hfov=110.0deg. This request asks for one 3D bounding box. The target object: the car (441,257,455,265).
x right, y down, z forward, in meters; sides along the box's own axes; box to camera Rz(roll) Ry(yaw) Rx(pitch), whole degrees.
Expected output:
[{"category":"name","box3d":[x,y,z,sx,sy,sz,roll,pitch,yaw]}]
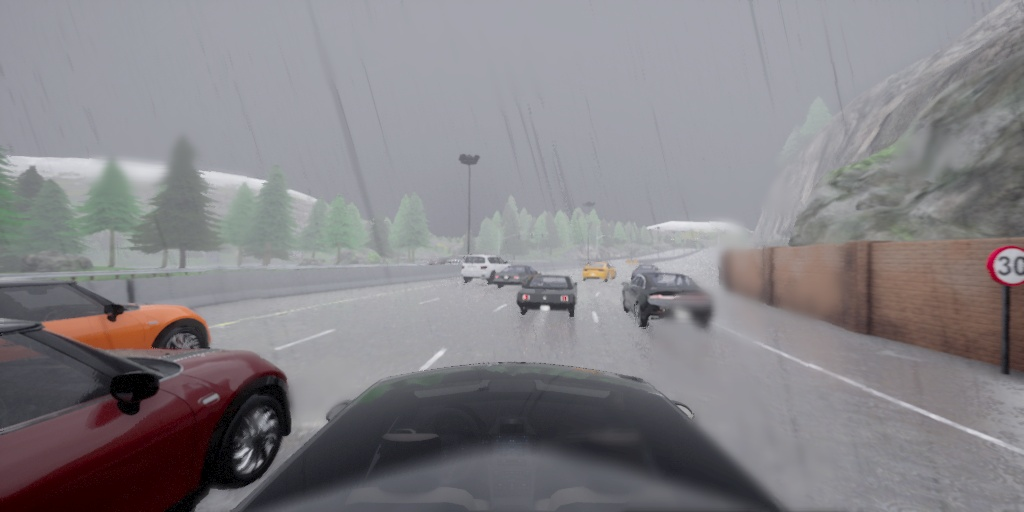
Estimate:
[{"category":"car","box3d":[-7.411,0.883,53.105,2.150,2.045,5.566,0,0,32]}]

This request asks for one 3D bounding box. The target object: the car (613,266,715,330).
[{"category":"car","box3d":[4.643,1.260,11.277,2.128,1.511,4.902,0,0,9]}]

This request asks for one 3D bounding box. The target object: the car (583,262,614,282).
[{"category":"car","box3d":[7.235,1.246,29.371,1.882,1.535,5.008,0,0,27]}]

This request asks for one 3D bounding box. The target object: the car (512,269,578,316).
[{"category":"car","box3d":[1.496,1.349,13.464,1.895,1.301,4.718,0,0,12]}]

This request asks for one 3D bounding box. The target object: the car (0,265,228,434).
[{"category":"car","box3d":[-6.635,1.060,4.697,2.097,1.767,4.553,0,0,2]}]

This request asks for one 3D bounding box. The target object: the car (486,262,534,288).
[{"category":"car","box3d":[0.529,1.282,22.981,2.033,1.411,5.357,0,0,20]}]

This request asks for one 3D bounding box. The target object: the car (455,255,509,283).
[{"category":"car","box3d":[-1.729,0.939,26.709,2.150,2.045,5.566,0,0,22]}]

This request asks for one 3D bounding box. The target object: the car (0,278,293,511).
[{"category":"car","box3d":[-3.248,1.083,1.734,2.097,1.767,4.553,0,0,0]}]

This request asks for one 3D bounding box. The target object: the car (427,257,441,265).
[{"category":"car","box3d":[-10.736,0.990,54.399,2.097,1.767,4.553,0,0,32]}]

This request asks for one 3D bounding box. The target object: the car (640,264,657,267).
[{"category":"car","box3d":[10.896,1.354,28.780,1.994,1.385,4.181,0,0,28]}]
